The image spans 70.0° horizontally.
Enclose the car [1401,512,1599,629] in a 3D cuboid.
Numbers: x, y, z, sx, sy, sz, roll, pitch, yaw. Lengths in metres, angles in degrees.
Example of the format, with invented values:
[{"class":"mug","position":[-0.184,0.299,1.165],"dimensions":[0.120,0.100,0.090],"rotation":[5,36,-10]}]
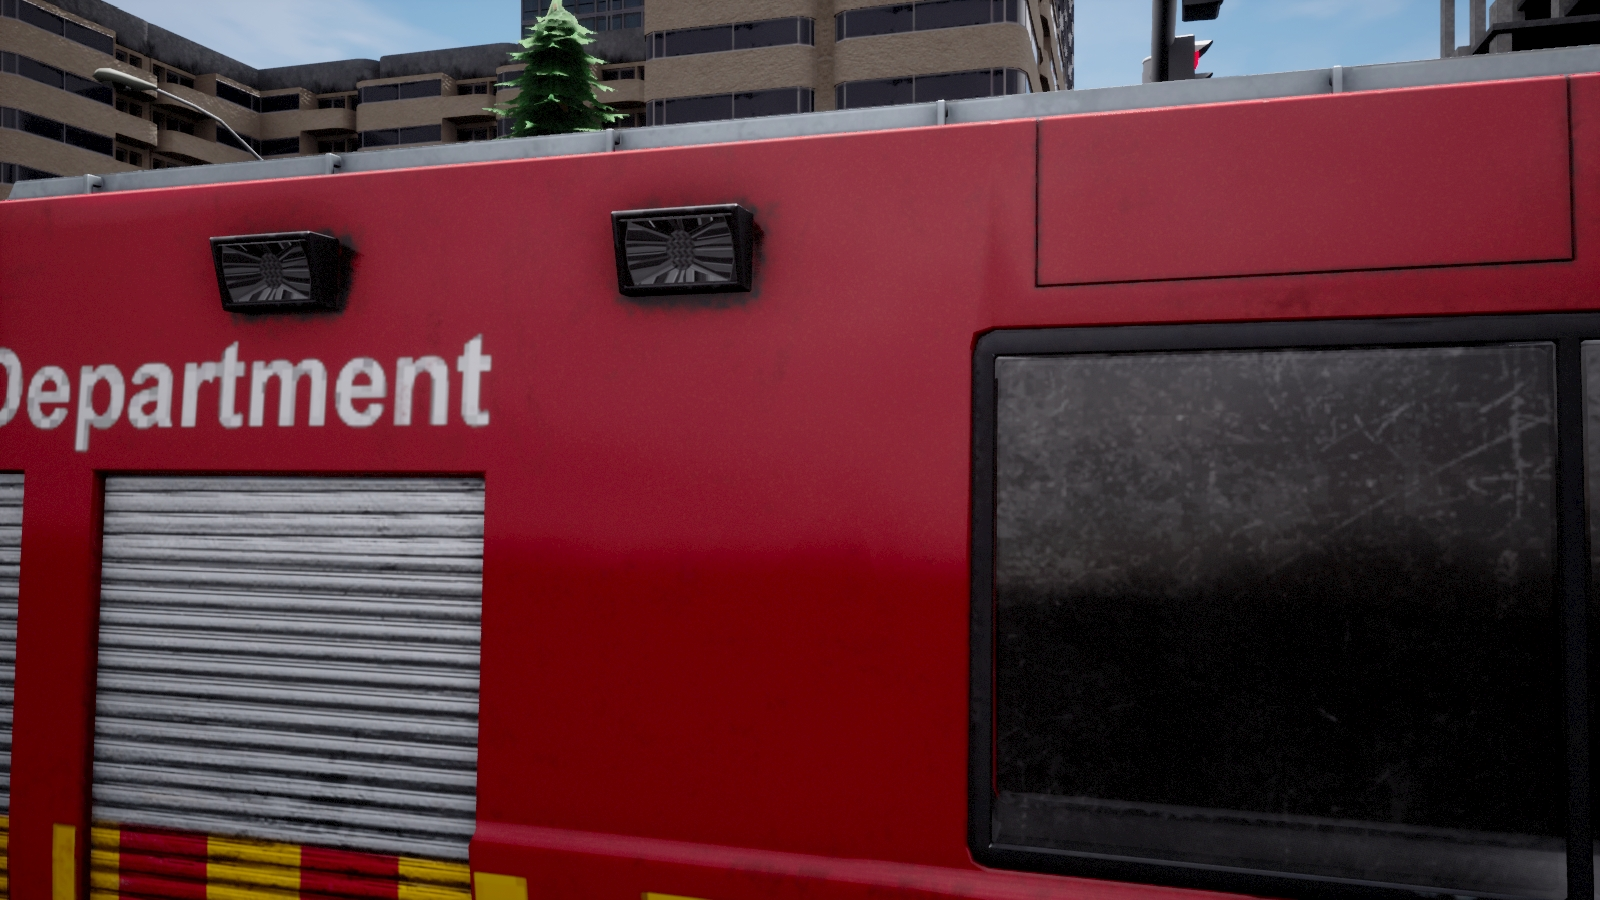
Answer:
[{"class":"car","position":[12.484,2.037,20.491],"dimensions":[2.038,1.542,4.974],"rotation":[0,0,16]}]
